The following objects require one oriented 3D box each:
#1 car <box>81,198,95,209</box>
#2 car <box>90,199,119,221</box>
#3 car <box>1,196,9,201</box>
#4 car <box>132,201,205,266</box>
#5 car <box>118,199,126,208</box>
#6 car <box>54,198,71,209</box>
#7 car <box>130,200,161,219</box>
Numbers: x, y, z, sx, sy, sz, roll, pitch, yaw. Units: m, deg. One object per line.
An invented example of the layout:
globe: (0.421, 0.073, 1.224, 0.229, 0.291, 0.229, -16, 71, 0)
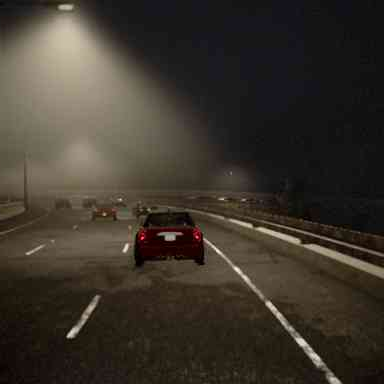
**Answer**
car: (-14.282, 1.561, 46.626, 1.812, 1.442, 4.674, 0, 0, -25)
car: (-7.273, 1.541, 27.643, 1.812, 1.442, 4.674, 0, 0, -15)
car: (-46.837, 1.661, 82.357, 4.892, 1.490, 1.837, 0, 0, 37)
car: (-0.864, 1.348, 11.729, 2.097, 1.767, 4.553, 0, 0, -6)
car: (-10.877, 1.619, 47.701, 1.895, 1.301, 4.718, 0, 0, -25)
car: (-17.892, 1.578, 46.034, 1.812, 1.442, 4.674, 0, 0, -26)
car: (-4.354, 1.547, 30.461, 2.033, 1.411, 5.357, 0, 0, -17)
